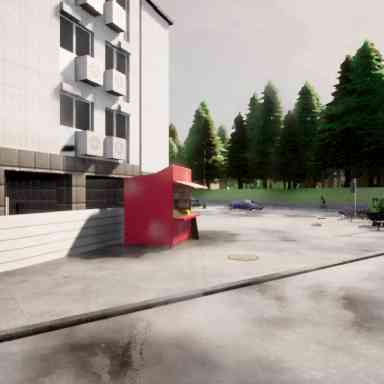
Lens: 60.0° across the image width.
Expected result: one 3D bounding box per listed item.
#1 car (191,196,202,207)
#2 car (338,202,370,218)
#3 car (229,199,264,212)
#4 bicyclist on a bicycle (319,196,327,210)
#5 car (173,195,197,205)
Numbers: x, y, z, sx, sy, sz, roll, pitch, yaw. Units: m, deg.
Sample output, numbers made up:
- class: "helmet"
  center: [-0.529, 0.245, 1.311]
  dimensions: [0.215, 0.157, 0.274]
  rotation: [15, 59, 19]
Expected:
- class: "car"
  center: [-0.359, 1.564, 49.041]
  dimensions: [1.994, 1.385, 4.181]
  rotation: [0, 0, -35]
- class: "car"
  center: [14.939, 1.547, 27.538]
  dimensions: [2.033, 1.411, 5.357]
  rotation: [0, 0, -36]
- class: "car"
  center: [6.367, 1.525, 39.544]
  dimensions: [1.812, 1.442, 4.674]
  rotation: [0, 0, -35]
- class: "bicyclist on a bicycle"
  center: [15.946, 1.349, 40.557]
  dimensions: [1.656, 1.620, 0.582]
  rotation: [0, 0, -35]
- class: "car"
  center: [-1.229, 1.351, 57.480]
  dimensions: [2.097, 1.767, 4.553]
  rotation: [0, 0, -34]
